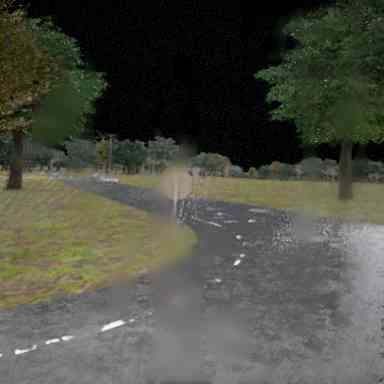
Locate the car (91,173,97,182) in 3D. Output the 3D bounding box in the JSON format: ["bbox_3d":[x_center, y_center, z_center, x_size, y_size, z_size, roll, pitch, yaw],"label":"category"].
[{"bbox_3d":[-16.420,-2.612,58.687,2.097,1.767,4.553,1,4,-28],"label":"car"}]

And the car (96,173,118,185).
[{"bbox_3d":[-13.290,-1.881,52.852,1.895,1.301,4.718,1,4,-28],"label":"car"}]
